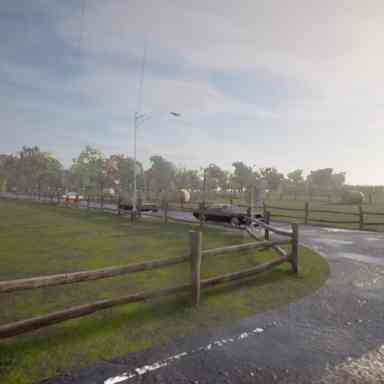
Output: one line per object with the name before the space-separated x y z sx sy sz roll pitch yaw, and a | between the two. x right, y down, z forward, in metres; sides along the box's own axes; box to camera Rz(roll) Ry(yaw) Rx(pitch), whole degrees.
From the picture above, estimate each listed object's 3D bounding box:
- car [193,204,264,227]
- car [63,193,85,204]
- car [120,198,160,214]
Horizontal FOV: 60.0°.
car | 2.190 1.396 20.410 1.895 1.301 4.718 1 0 -37
car | -16.199 0.874 45.532 1.882 1.535 5.008 1 0 -36
car | -4.748 1.244 29.819 1.895 1.301 4.718 1 0 -36
